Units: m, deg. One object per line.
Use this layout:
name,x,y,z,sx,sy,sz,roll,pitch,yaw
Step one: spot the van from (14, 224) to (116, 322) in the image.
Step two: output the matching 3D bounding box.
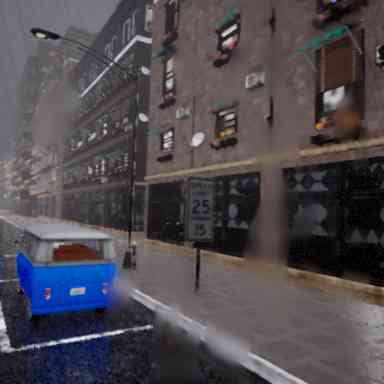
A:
van,-3.171,1.715,7.920,1.690,1.788,3.998,4,-4,-32
